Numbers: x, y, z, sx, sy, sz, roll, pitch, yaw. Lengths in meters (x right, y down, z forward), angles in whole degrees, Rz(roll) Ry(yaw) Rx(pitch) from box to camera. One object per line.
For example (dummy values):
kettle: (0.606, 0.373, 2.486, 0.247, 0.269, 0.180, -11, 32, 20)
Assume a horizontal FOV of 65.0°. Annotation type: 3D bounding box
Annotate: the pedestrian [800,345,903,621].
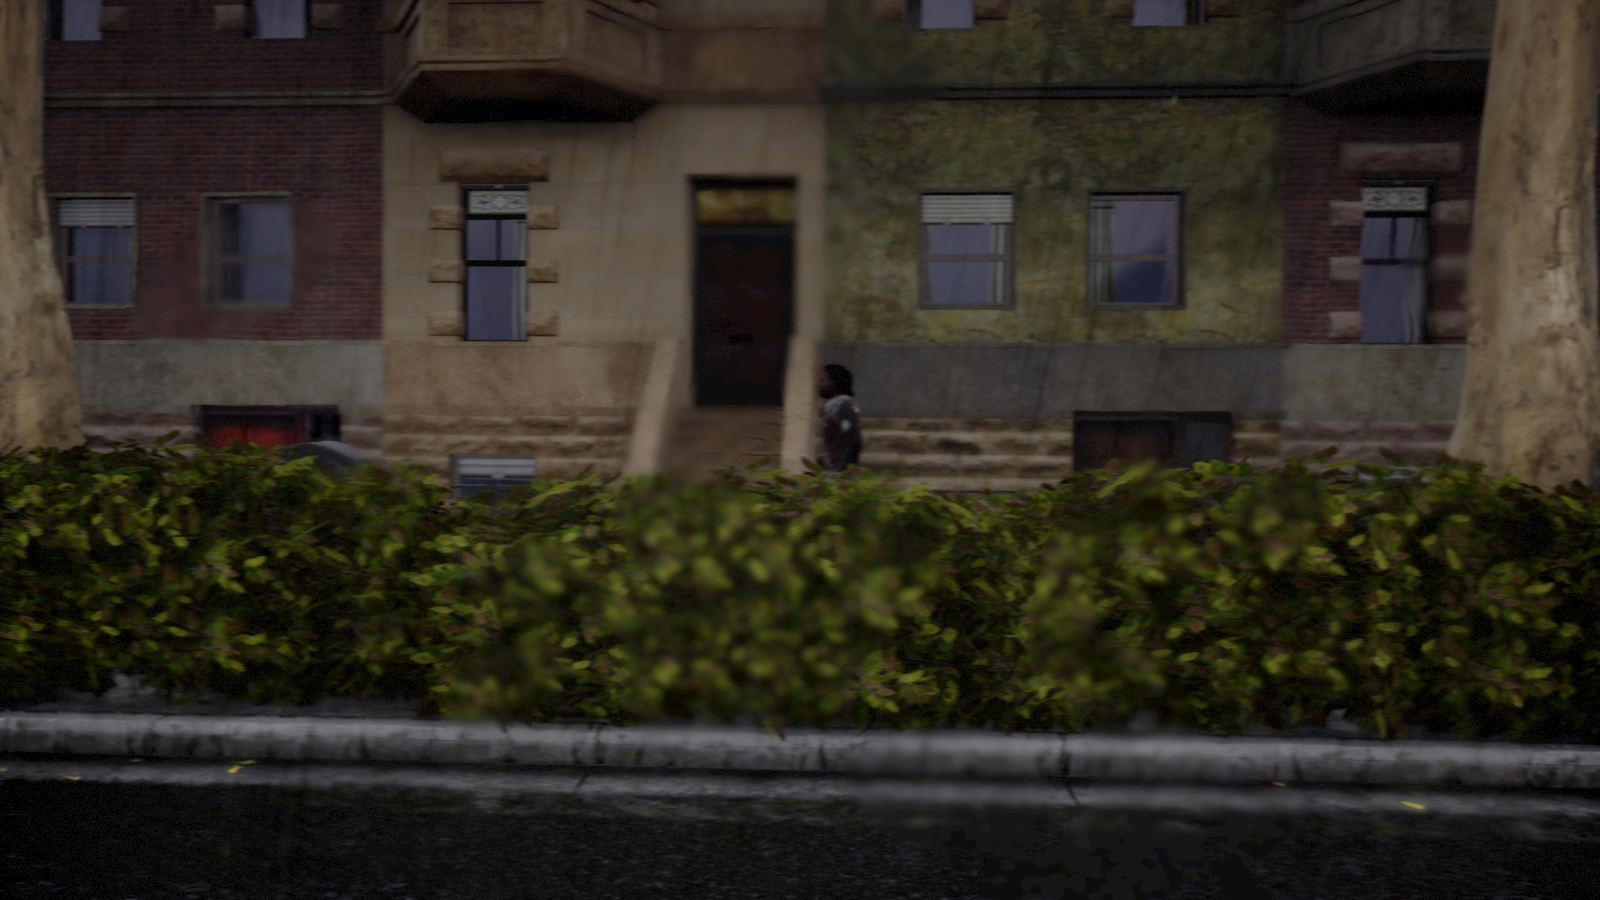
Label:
pedestrian: (0.378, 0.229, 9.041, 0.666, 1.930, 0.402, 0, 1, 12)
